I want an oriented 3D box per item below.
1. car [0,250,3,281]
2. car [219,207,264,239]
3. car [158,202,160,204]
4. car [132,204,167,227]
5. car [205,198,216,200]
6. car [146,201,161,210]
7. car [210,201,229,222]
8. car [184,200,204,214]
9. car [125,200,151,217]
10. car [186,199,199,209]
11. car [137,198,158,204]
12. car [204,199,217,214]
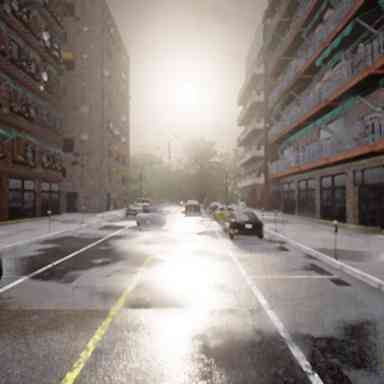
[{"bbox_3d":[-5.698,1.502,6.634,1.967,1.590,4.097,1,-1,0],"label":"car"},{"bbox_3d":[2.772,1.733,18.378,1.947,1.339,4.313,1,-1,0],"label":"car"},{"bbox_3d":[-5.808,1.982,45.609,1.947,1.339,4.313,1,-1,0],"label":"car"},{"bbox_3d":[-3.025,1.831,25.305,1.895,1.301,4.718,0,-1,1],"label":"car"},{"bbox_3d":[2.843,1.781,51.145,2.192,1.841,5.009,1,-1,0],"label":"car"},{"bbox_3d":[-5.808,2.049,51.177,1.802,1.307,4.206,1,-1,0],"label":"car"},{"bbox_3d":[2.839,1.789,29.042,1.752,1.417,4.829,1,-1,0],"label":"car"},{"bbox_3d":[0.102,1.849,40.852,1.882,1.535,5.008,0,-1,0],"label":"car"},{"bbox_3d":[-5.808,1.865,34.473,2.008,1.369,4.403,1,-1,0],"label":"car"},{"bbox_3d":[0.084,1.996,55.342,2.128,1.511,4.902,0,-1,-1],"label":"car"},{"bbox_3d":[-5.805,1.680,40.043,2.192,1.841,5.009,1,-1,0],"label":"car"},{"bbox_3d":[2.839,1.914,40.008,2.008,1.369,4.403,1,-1,0],"label":"car"}]
